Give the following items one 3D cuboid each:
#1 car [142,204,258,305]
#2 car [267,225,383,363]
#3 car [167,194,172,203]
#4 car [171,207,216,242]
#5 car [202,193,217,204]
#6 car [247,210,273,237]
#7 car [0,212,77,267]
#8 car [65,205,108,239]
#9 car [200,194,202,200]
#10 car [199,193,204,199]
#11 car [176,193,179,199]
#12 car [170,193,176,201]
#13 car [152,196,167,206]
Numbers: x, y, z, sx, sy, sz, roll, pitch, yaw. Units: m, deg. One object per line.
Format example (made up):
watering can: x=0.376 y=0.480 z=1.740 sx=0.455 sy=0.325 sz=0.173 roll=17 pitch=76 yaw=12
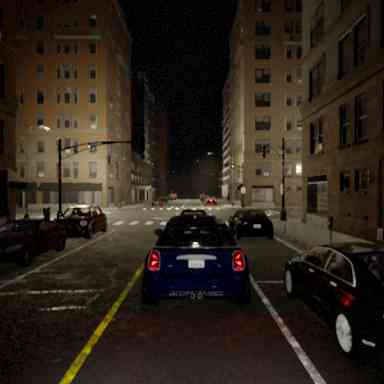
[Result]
car: x=0.095 y=1.340 z=8.244 sx=2.097 sy=1.767 sz=4.553 roll=0 pitch=0 yaw=0
car: x=2.866 y=1.542 z=5.756 sx=2.008 sy=1.369 sz=4.403 roll=0 pitch=0 yaw=0
car: x=-5.478 y=1.511 z=64.696 sx=2.008 sy=1.369 sz=4.403 roll=0 pitch=0 yaw=0
car: x=0.079 y=1.539 z=16.828 sx=1.994 sy=1.385 sz=4.181 roll=0 pitch=0 yaw=0
car: x=3.003 y=1.396 z=53.848 sx=1.967 sy=1.590 sz=4.097 roll=0 pitch=0 yaw=0
car: x=2.890 y=1.542 z=16.758 sx=1.947 sy=1.339 sz=4.313 roll=0 pitch=0 yaw=0
car: x=-5.648 y=1.565 z=11.275 sx=1.802 sy=1.307 sz=4.206 roll=0 pitch=0 yaw=0
car: x=-5.636 y=1.416 z=16.777 sx=1.967 sy=1.590 sz=4.097 roll=0 pitch=0 yaw=0
car: x=3.047 y=1.511 z=64.666 sx=2.008 sy=1.369 sz=4.403 roll=0 pitch=0 yaw=0
car: x=3.089 y=1.412 z=75.484 sx=1.967 sy=1.590 sz=4.097 roll=0 pitch=0 yaw=0
car: x=-5.372 y=1.321 z=91.739 sx=2.192 sy=1.841 sz=5.009 roll=0 pitch=0 yaw=0
car: x=-5.415 y=1.506 z=80.752 sx=1.752 sy=1.417 sz=4.829 roll=0 pitch=0 yaw=0
car: x=-5.521 y=1.538 z=53.880 sx=1.802 sy=1.307 sz=4.206 roll=0 pitch=0 yaw=0
